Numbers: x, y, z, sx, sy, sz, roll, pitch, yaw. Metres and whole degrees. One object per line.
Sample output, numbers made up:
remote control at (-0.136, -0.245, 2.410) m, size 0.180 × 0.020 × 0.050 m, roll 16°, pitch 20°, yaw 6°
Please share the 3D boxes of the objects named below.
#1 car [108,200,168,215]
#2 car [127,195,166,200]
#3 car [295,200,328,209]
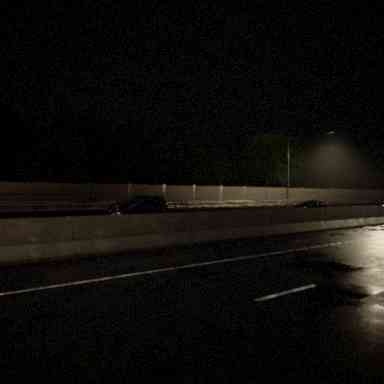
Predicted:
car at (-4.319, 1.598, 26.729) m, size 4.674 × 1.442 × 1.812 m, roll 0°, pitch 0°, yaw -36°
car at (-4.842, 1.305, 30.663) m, size 5.566 × 2.045 × 2.150 m, roll 0°, pitch 0°, yaw -36°
car at (14.405, 1.731, 40.090) m, size 4.892 × 1.490 × 1.837 m, roll 1°, pitch -1°, yaw -36°
